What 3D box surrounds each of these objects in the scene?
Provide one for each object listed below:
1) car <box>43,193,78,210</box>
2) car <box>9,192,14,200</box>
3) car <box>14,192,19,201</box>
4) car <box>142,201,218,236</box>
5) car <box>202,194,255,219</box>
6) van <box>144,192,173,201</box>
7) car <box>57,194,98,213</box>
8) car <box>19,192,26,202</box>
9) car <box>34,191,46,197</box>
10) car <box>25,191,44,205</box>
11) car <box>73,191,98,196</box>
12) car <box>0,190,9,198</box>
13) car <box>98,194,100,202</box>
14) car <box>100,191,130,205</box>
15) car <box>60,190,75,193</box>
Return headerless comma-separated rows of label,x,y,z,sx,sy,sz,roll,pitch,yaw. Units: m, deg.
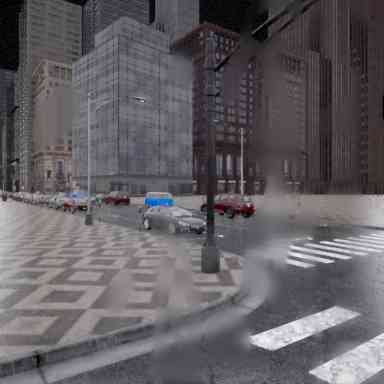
car,-13.696,1.074,34.766,2.008,1.369,4.403,1,0,-35
car,-29.550,0.748,56.987,1.887,1.381,4.507,1,0,-36
car,-26.377,0.702,52.543,1.967,1.590,4.097,1,0,-36
car,-1.015,1.366,16.991,2.008,1.369,4.403,1,0,-35
car,2.765,1.049,26.377,2.192,1.841,5.009,1,0,-35
van,-3.577,0.930,35.266,1.690,1.788,3.998,1,0,-35
car,-10.526,1.139,30.323,1.887,1.381,4.507,1,0,-35
car,-23.209,0.875,48.100,2.008,1.369,4.403,1,0,-35
car,-38.461,0.495,84.155,1.887,1.381,4.507,0,0,-36
car,-20.038,0.940,43.655,2.008,1.369,4.403,1,0,-36
car,-15.530,0.979,47.573,1.895,1.301,4.718,0,1,-36
car,-39.062,0.611,70.319,1.947,1.339,4.313,1,0,-36
car,-13.094,0.934,48.600,2.008,1.369,4.403,1,0,-35
car,-9.919,0.765,44.155,2.192,1.841,5.009,1,0,-35
car,-21.860,0.778,56.445,1.812,1.442,4.674,0,1,-35
